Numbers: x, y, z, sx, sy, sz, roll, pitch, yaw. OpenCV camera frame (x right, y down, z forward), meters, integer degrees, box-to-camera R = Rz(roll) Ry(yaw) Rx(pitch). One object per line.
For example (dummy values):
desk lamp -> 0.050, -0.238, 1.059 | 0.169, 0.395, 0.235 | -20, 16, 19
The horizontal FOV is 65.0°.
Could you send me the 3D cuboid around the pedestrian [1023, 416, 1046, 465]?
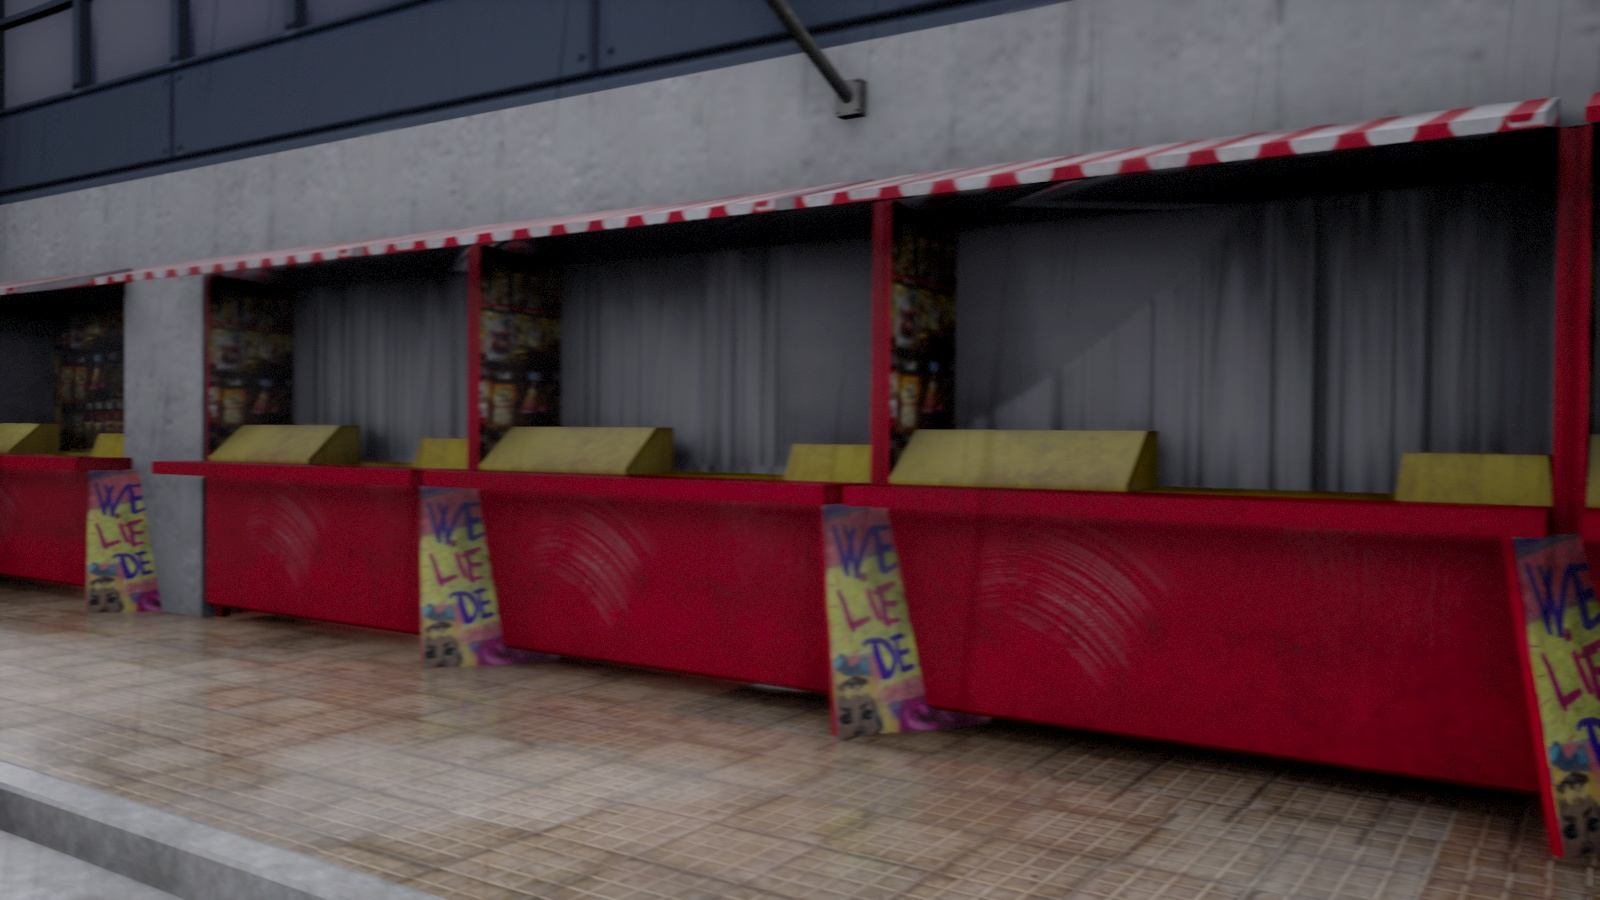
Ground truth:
pedestrian -> 9.522, -0.390, 50.961 | 0.788, 1.949, 0.423 | 0, 1, 33
